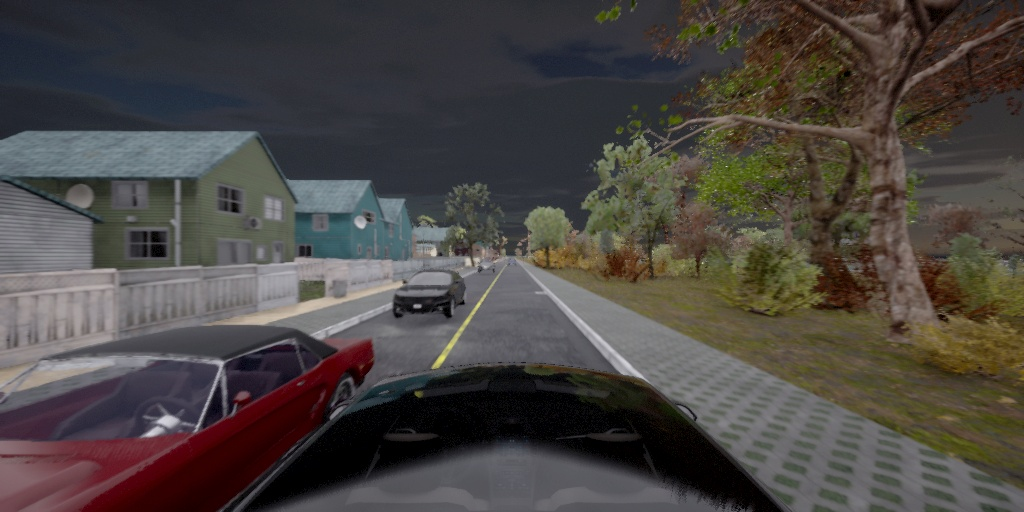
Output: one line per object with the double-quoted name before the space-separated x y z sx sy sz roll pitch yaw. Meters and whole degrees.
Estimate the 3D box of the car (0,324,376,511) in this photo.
"car" -2.847 1.353 2.812 1.895 1.301 4.718 0 0 0

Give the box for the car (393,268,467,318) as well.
"car" -2.835 1.230 13.257 1.882 1.535 5.008 0 0 0

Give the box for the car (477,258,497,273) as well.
"car" -2.743 1.001 39.759 2.128 1.511 4.902 0 0 0
